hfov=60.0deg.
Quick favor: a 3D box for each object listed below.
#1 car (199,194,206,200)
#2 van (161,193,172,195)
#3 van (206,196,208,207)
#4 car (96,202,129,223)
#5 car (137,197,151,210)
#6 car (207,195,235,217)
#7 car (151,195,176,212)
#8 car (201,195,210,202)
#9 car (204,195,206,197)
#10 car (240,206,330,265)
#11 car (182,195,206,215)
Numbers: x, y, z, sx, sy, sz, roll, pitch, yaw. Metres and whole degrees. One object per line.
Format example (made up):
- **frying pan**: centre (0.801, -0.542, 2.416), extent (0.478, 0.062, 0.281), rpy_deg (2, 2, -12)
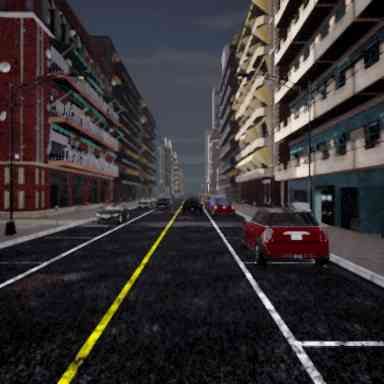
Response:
- **car**: centre (2.696, 1.291, 84.873), extent (1.802, 1.307, 4.206), rpy_deg (0, 0, 0)
- **van**: centre (-5.682, 1.103, 68.314), extent (1.690, 1.788, 3.998), rpy_deg (1, 0, 0)
- **van**: centre (2.700, 1.213, 35.161), extent (1.690, 1.788, 3.998), rpy_deg (0, 0, 0)
- **car**: centre (-5.682, 1.462, 24.128), extent (2.008, 1.369, 4.403), rpy_deg (1, 0, 0)
- **car**: centre (-5.683, 1.404, 40.699), extent (2.008, 1.369, 4.403), rpy_deg (1, 0, 0)
- **car**: centre (2.700, 1.331, 29.638), extent (1.967, 1.590, 4.097), rpy_deg (1, 0, 0)
- **car**: centre (-3.089, 1.370, 36.984), extent (1.837, 1.490, 4.892), rpy_deg (0, 0, 0)
- **car**: centre (2.698, 1.286, 68.472), extent (1.752, 1.417, 4.829), rpy_deg (0, 0, 0)
- **car**: centre (2.698, 1.398, 40.685), extent (1.887, 1.381, 4.507), rpy_deg (0, 0, 0)
- **car**: centre (3.001, 1.307, 11.669), extent (2.097, 1.767, 4.553), rpy_deg (0, 0, 0)
- **car**: centre (0.058, 1.361, 31.856), extent (1.882, 1.535, 5.008), rpy_deg (0, 0, 0)
